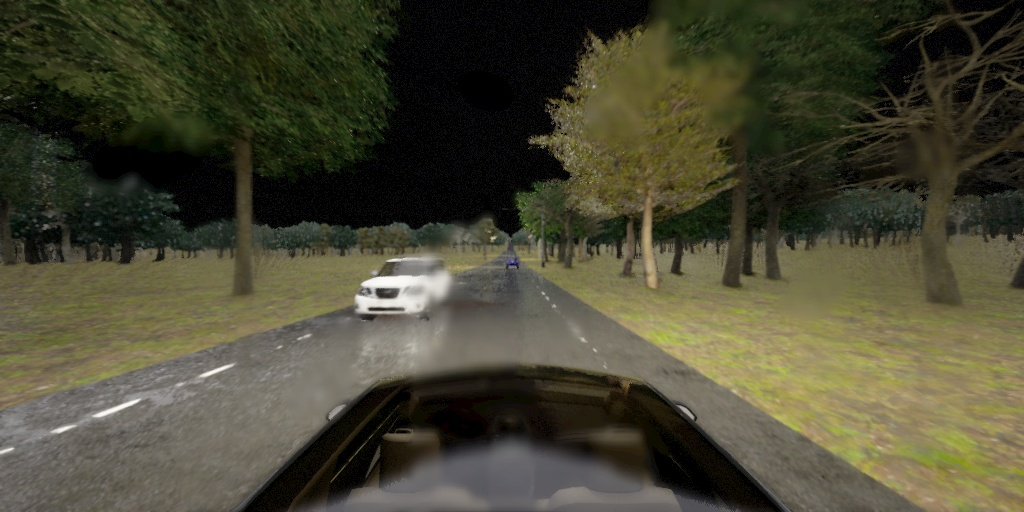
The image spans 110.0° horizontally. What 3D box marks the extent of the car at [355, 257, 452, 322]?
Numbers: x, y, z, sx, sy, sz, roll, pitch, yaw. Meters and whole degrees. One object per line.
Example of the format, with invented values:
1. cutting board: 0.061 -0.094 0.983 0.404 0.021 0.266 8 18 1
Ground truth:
1. car: -3.605 1.046 13.056 2.150 2.045 5.566 0 0 0

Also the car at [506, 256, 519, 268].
1. car: 0.067 1.069 64.019 2.150 2.045 5.566 0 0 0
